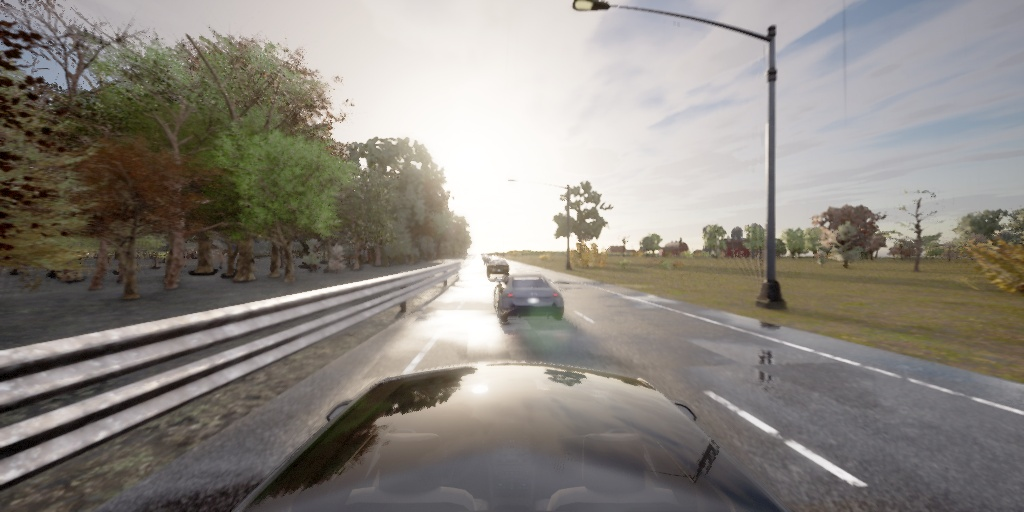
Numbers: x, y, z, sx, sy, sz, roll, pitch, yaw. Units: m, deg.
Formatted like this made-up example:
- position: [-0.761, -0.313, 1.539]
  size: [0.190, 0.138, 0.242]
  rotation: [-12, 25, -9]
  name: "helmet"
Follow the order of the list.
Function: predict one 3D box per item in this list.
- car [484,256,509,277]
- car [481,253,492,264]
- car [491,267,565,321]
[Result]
- position: [-1.276, 0.988, 31.386]
  size: [1.882, 1.535, 5.008]
  rotation: [0, 0, -5]
  name: "car"
- position: [-4.073, 0.735, 62.722]
  size: [2.128, 1.511, 4.902]
  rotation: [0, 1, -5]
  name: "car"
- position: [0.436, 1.234, 12.192]
  size: [1.994, 1.385, 4.181]
  rotation: [0, 0, -5]
  name: "car"
